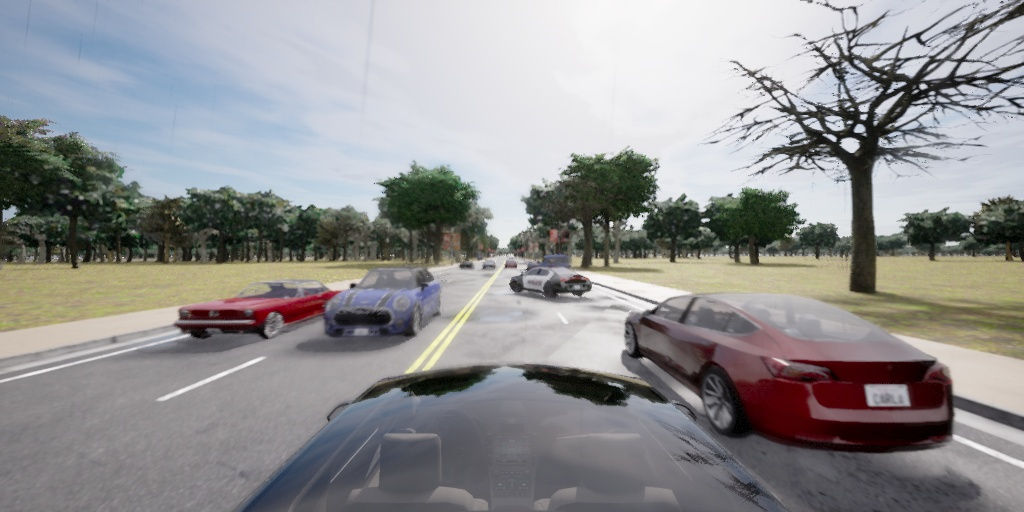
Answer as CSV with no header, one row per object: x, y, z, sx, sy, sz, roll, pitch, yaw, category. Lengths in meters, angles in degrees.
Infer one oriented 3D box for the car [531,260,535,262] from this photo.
3.184,1.238,38.460,2.163,1.488,4.792,0,0,0,car

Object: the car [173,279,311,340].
-6.605,1.348,10.143,1.895,1.301,4.718,0,0,0,car

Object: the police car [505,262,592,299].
1.736,1.246,18.520,2.038,1.542,4.974,0,0,-31,police car

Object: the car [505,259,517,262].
-0.150,1.290,58.583,1.994,1.385,4.181,0,0,0,car

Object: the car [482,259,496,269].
-3.444,1.254,54.198,1.812,1.442,4.674,0,0,0,car

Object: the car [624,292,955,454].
3.249,1.252,5.443,2.163,1.488,4.792,0,0,0,car

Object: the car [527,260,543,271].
3.139,1.293,49.435,1.994,1.385,4.181,0,0,0,car

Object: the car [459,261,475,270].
-6.694,1.330,53.597,1.895,1.301,4.718,0,0,0,car

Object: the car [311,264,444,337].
-3.355,1.098,10.228,2.097,1.767,4.553,0,0,0,car

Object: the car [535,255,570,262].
3.218,0.959,27.454,2.150,2.045,5.566,0,0,0,car
